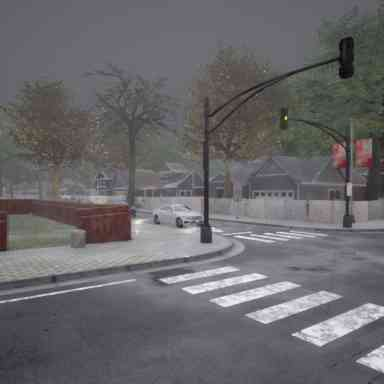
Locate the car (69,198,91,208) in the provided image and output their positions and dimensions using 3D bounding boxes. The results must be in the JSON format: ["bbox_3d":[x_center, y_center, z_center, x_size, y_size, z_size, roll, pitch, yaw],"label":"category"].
[{"bbox_3d":[-16.733,1.654,49.588,1.994,1.385,4.181,0,0,-35],"label":"car"}]

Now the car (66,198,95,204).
[{"bbox_3d":[-12.849,1.530,39.182,1.882,1.535,5.008,0,0,-35],"label":"car"}]

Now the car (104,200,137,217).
[{"bbox_3d":[-6.861,1.513,30.802,1.882,1.535,5.008,0,0,-36],"label":"car"}]

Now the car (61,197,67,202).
[{"bbox_3d":[-22.394,1.601,57.395,2.128,1.511,4.902,0,0,-36],"label":"car"}]

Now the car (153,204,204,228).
[{"bbox_3d":[-1.022,1.547,22.634,1.812,1.442,4.674,0,0,-36],"label":"car"}]
